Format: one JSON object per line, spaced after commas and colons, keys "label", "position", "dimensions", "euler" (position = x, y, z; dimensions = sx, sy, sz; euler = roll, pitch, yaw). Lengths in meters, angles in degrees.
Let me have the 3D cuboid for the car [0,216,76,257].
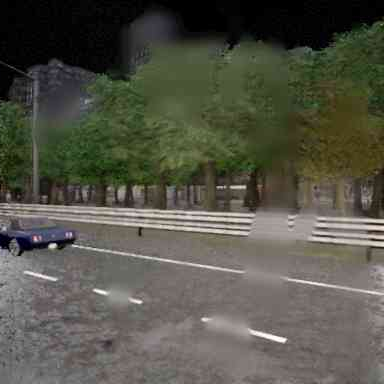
{"label": "car", "position": [-6.687, 1.602, 12.946], "dimensions": [4.718, 1.301, 1.895], "euler": [0, 0, 36]}
